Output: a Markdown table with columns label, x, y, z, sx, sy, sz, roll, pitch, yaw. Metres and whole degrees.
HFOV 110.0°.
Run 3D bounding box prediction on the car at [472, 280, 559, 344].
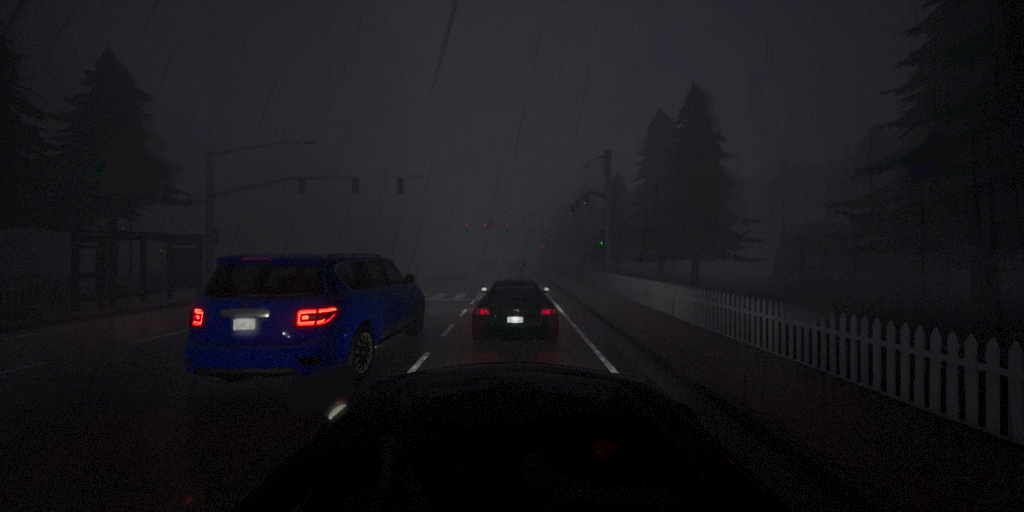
| label | x | y | z | sx | sy | sz | roll | pitch | yaw |
| --- | --- | --- | --- | --- | --- | --- | --- | --- | --- |
| car | 0.089 | 1.312 | 9.556 | 1.994 | 1.385 | 4.181 | 0 | 0 | 1 |

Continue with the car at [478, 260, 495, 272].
| label | x | y | z | sx | sy | sz | roll | pitch | yaw |
| --- | --- | --- | --- | --- | --- | --- | --- | --- | --- |
| car | -3.222 | 1.230 | 45.565 | 2.128 | 1.511 | 4.902 | 0 | 0 | 1 |

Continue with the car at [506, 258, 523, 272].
| label | x | y | z | sx | sy | sz | roll | pitch | yaw |
| --- | --- | --- | --- | --- | --- | --- | --- | --- | --- |
| car | 0.281 | 1.090 | 45.663 | 2.097 | 1.767 | 4.553 | 0 | 0 | 0 |

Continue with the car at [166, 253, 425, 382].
| label | x | y | z | sx | sy | sz | roll | pitch | yaw |
| --- | --- | --- | --- | --- | --- | --- | --- | --- | --- |
| car | -3.404 | 0.971 | 7.276 | 2.150 | 2.045 | 5.566 | 0 | 0 | 0 |
